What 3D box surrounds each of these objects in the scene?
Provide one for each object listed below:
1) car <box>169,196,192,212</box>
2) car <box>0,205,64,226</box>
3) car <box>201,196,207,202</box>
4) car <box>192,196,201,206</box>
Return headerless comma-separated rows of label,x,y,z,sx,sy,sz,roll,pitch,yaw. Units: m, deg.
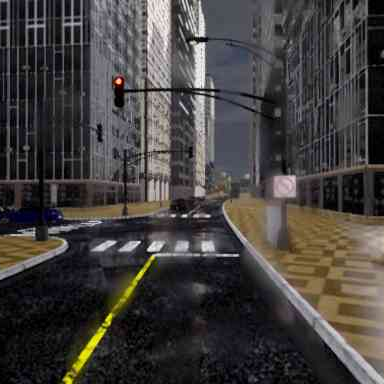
car,-1.456,1.422,38.744,1.882,1.535,5.008,0,1,5
car,-11.907,1.708,24.745,4.674,1.442,1.812,-1,-1,11
car,1.891,1.417,68.439,1.994,1.385,4.181,0,0,8
car,-0.105,1.414,52.927,1.837,1.490,4.892,0,0,6
